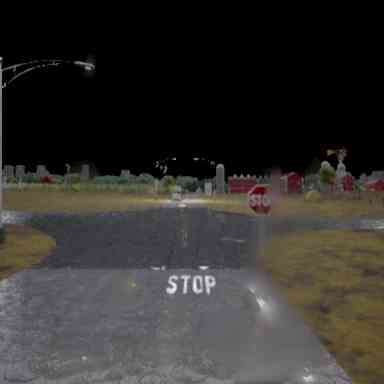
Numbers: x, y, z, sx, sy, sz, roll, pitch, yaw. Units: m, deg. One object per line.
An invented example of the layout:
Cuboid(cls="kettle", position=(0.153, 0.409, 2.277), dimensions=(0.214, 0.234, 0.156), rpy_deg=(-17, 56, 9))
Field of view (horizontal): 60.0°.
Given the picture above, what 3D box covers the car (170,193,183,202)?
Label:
Cuboid(cls="car", position=(-2.601, 0.953, 56.148), dimensions=(1.837, 1.490, 4.892), rpy_deg=(0, 3, 0))
